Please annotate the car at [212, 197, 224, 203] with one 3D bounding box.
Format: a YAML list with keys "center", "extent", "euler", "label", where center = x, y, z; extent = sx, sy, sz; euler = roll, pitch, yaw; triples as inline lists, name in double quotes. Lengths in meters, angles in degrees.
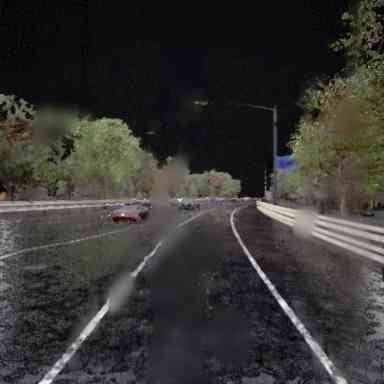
- center: [7.861, 2.422, 93.733]
  extent: [2.033, 1.411, 5.357]
  euler: [0, -1, 13]
  label: "car"

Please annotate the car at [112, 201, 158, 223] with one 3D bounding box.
- center: [-4.550, 1.631, 26.068]
  extent: [1.994, 1.385, 4.181]
  euler: [1, 0, 13]
  label: "car"

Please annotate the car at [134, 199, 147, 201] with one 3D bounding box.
- center: [-6.996, 1.757, 46.196]
  extent: [1.837, 1.490, 4.892]
  euler: [0, -1, 13]
  label: "car"

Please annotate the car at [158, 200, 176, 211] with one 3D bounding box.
- center: [-3.603, 1.825, 45.329]
  extent: [1.994, 1.385, 4.181]
  euler: [0, -1, 13]
  label: "car"

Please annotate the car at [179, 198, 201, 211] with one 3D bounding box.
- center: [-0.228, 1.622, 44.408]
  extent: [2.097, 1.767, 4.553]
  euler: [0, -1, 13]
  label: "car"
